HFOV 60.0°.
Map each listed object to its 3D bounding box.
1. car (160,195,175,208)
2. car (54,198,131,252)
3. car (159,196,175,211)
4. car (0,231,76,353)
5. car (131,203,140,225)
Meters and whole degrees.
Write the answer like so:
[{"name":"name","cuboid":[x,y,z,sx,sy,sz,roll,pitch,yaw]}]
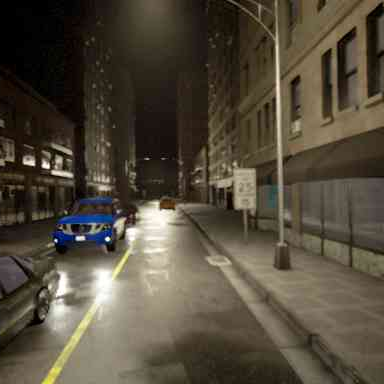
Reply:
[{"name":"car","cuboid":[-3.877,1.447,51.818,2.097,1.767,4.553,-1,0,-8]},{"name":"car","cuboid":[-4.184,1.300,14.558,2.150,2.045,5.566,-1,0,-5]},{"name":"car","cuboid":[-3.102,1.553,41.374,1.882,1.535,5.008,-1,0,-4]},{"name":"car","cuboid":[-3.370,1.608,4.402,2.033,1.411,5.357,-1,0,-5]},{"name":"car","cuboid":[-4.986,1.576,24.838,1.882,1.535,5.008,-1,0,-4]}]
